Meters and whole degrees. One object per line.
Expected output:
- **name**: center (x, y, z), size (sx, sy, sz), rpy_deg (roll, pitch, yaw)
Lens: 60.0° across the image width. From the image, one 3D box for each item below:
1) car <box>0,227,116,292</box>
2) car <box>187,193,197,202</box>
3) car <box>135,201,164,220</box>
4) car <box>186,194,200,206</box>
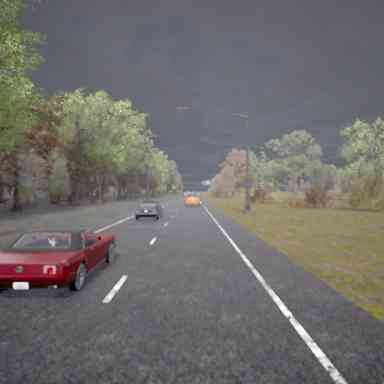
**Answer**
- **car**: center (-3.400, 1.572, 8.842), size (1.895, 1.301, 4.718), rpy_deg (0, 0, 0)
- **car**: center (0.015, 1.135, 72.424), size (2.097, 1.767, 4.553), rpy_deg (0, 0, 0)
- **car**: center (-3.396, 1.462, 27.035), size (2.033, 1.411, 5.357), rpy_deg (0, 0, 0)
- **car**: center (0.109, 1.192, 51.835), size (2.097, 1.767, 4.553), rpy_deg (0, 0, 0)
